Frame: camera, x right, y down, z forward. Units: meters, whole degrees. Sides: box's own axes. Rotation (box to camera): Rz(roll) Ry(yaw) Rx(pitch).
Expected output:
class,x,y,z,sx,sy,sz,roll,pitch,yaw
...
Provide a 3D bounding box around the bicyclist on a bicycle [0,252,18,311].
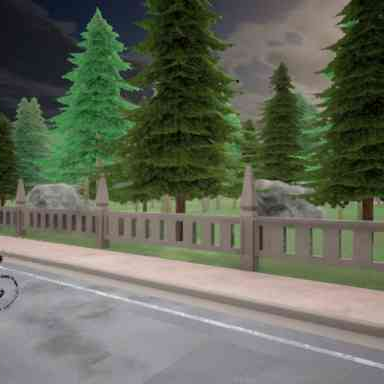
class,x,y,z,sx,sy,sz,roll,pitch,yaw
bicyclist on a bicycle,-3.869,1.450,5.813,0.582,1.620,1.656,0,2,35
